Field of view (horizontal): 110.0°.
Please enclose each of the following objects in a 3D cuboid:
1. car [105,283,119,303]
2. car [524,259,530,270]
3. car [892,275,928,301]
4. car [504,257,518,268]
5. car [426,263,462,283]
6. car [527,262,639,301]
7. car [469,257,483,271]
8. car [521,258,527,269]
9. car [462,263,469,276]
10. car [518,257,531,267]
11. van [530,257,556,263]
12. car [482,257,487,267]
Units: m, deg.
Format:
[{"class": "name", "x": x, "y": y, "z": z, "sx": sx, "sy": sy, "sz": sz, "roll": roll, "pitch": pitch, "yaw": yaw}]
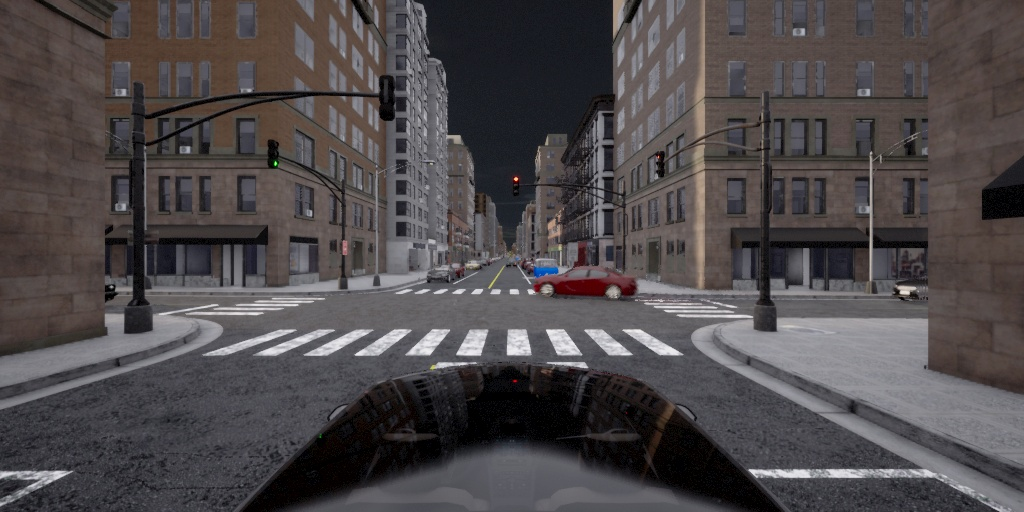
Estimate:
[{"class": "car", "x": -17.228, "y": 1.254, "z": 12.730, "sx": 4.718, "sy": 1.301, "sz": 1.895, "roll": 0, "pitch": 0, "yaw": -2}, {"class": "car", "x": 2.554, "y": 1.330, "z": 39.295, "sx": 1.802, "sy": 1.307, "sz": 4.207, "roll": 0, "pitch": 0, "yaw": 0}, {"class": "car", "x": 19.780, "y": 1.371, "z": 15.817, "sx": 4.902, "sy": 1.511, "sz": 2.128, "roll": 0, "pitch": 0, "yaw": 0}, {"class": "car", "x": -0.035, "y": 1.337, "z": 61.542, "sx": 1.895, "sy": 1.301, "sz": 4.718, "roll": 0, "pitch": 0, "yaw": 0}, {"class": "car", "x": -5.446, "y": 1.299, "z": 27.906, "sx": 2.007, "sy": 1.370, "sz": 4.403, "roll": 0, "pitch": 0, "yaw": 0}, {"class": "car", "x": 3.551, "y": 1.250, "z": 17.515, "sx": 5.008, "sy": 1.535, "sz": 1.882, "roll": 1, "pitch": 1, "yaw": 19}, {"class": "car", "x": -5.496, "y": 1.269, "z": 50.464, "sx": 1.751, "sy": 1.417, "sz": 4.829, "roll": 0, "pitch": 0, "yaw": 0}, {"class": "car", "x": 2.528, "y": 1.326, "z": 50.658, "sx": 1.802, "sy": 1.307, "sz": 4.207, "roll": 0, "pitch": 0, "yaw": 0}, {"class": "car", "x": -5.459, "y": 1.293, "z": 33.587, "sx": 1.888, "sy": 1.381, "sz": 4.507, "roll": 0, "pitch": 0, "yaw": 0}, {"class": "car", "x": 2.516, "y": 1.055, "z": 56.340, "sx": 2.192, "sy": 1.841, "sz": 5.009, "roll": 0, "pitch": 0, "yaw": 0}, {"class": "van", "x": 2.579, "y": 1.089, "z": 27.932, "sx": 1.690, "sy": 1.789, "sz": 3.998, "roll": 0, "pitch": 0, "yaw": 0}, {"class": "car", "x": -5.509, "y": 1.306, "z": 56.316, "sx": 1.948, "sy": 1.339, "sz": 4.313, "roll": 0, "pitch": 0, "yaw": 0}]
